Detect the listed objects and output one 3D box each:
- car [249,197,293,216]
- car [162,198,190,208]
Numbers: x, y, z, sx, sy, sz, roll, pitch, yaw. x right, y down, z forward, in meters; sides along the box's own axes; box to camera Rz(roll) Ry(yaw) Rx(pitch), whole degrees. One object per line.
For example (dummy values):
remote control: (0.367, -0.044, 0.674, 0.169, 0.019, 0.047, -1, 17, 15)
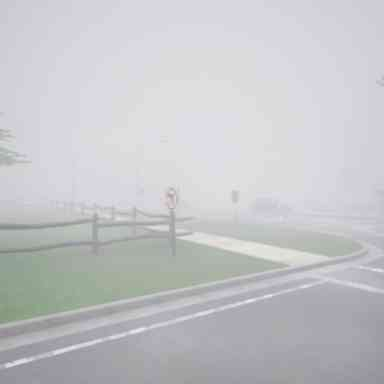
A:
car: (7.924, 1.379, 33.463, 2.097, 1.767, 4.553, 0, 0, -34)
car: (-2.410, 1.575, 48.298, 2.033, 1.411, 5.357, 0, 0, -35)
